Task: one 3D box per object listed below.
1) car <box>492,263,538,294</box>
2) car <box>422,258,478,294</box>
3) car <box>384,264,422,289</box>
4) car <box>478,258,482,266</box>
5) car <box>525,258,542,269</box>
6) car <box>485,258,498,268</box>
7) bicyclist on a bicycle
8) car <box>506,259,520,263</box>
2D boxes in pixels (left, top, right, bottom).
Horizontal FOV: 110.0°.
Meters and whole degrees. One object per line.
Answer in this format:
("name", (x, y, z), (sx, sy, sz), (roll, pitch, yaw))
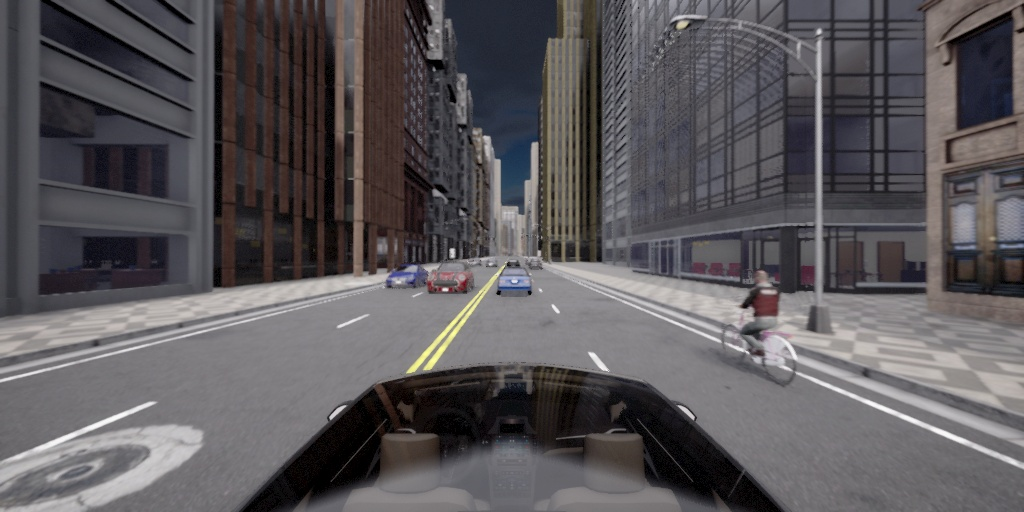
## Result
("car", (0.126, 1.290, 20.136), (2.033, 1.411, 5.357), (0, 0, 0))
("car", (-3.323, 1.090, 20.144), (2.097, 1.767, 4.553), (0, 0, 0))
("car", (-6.569, 1.257, 23.068), (1.812, 1.442, 4.674), (0, 0, 0))
("car", (-6.432, 1.087, 64.509), (2.128, 1.511, 4.902), (0, 0, 1))
("car", (3.427, 1.153, 53.514), (2.128, 1.511, 4.902), (0, 0, 0))
("car", (-3.221, 1.128, 57.704), (2.128, 1.511, 4.902), (0, 0, 1))
("bicyclist on a bicycle", (4.150, 1.125, 6.173), (0.659, 1.776, 1.843), (0, 0, 0))
("car", (0.171, 1.154, 49.160), (1.882, 1.535, 5.008), (0, 0, 0))
